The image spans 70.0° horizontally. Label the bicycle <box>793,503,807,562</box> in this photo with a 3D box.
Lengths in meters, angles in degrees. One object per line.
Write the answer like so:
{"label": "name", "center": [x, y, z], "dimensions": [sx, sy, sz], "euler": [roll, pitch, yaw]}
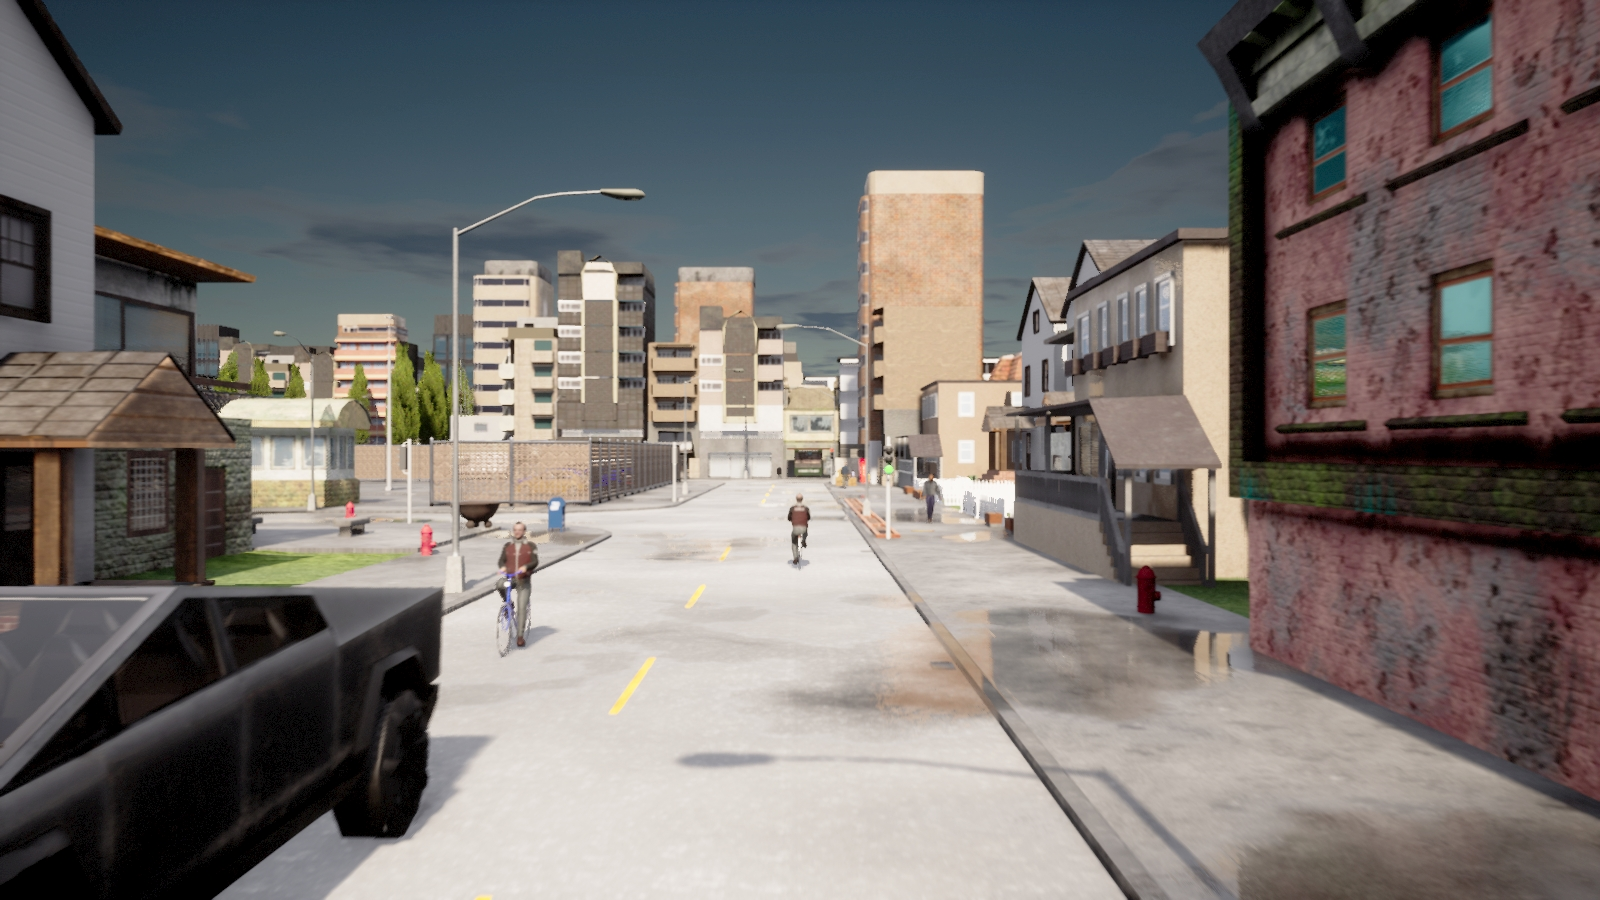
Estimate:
{"label": "bicycle", "center": [-0.004, 1.940, 27.249], "dimensions": [0.329, 1.271, 1.835], "euler": [0, 0, 0]}

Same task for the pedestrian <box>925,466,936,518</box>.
{"label": "pedestrian", "center": [4.732, 1.524, 41.497], "dimensions": [0.375, 1.860, 0.375], "euler": [0, 0, 2]}

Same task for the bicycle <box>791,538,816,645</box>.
{"label": "bicycle", "center": [0.041, 1.940, 16.020], "dimensions": [0.329, 1.271, 1.835], "euler": [0, 0, 0]}

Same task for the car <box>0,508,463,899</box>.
{"label": "car", "center": [-4.002, 1.534, 6.382], "dimensions": [2.390, 2.098, 6.274], "euler": [0, 0, 0]}
